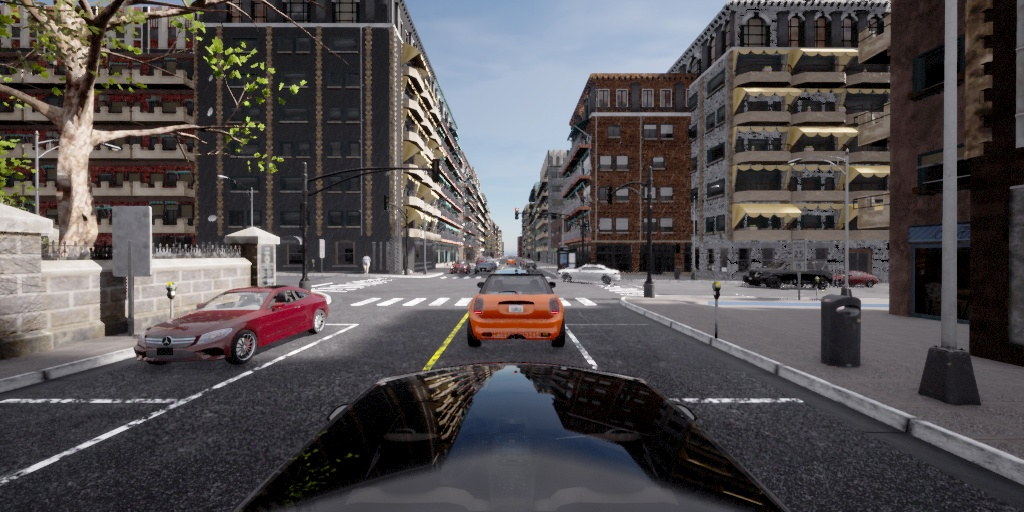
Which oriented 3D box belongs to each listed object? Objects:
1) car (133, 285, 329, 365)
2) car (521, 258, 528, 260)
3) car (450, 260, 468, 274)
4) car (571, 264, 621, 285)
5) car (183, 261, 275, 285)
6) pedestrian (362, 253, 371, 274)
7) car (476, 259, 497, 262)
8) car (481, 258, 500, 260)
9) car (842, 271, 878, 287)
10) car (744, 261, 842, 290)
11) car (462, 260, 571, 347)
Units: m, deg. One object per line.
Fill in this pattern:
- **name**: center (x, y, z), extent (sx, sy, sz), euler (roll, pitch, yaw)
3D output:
- **car**: center (-5.697, 1.331, 7.980), extent (1.802, 1.307, 4.207), euler (0, 0, 0)
- **car**: center (2.624, 1.298, 51.674), extent (2.007, 1.370, 4.403), euler (0, 0, 0)
- **car**: center (-5.741, 1.187, 40.391), extent (1.967, 1.591, 4.097), euler (0, 0, 0)
- **car**: center (5.812, 1.340, 27.091), extent (4.674, 1.442, 1.812), euler (2, 0, 16)
- **car**: center (-17.676, 1.035, 22.575), extent (4.181, 1.385, 1.994), euler (1, 0, -1)
- **pedestrian**: center (-12.752, 0.651, 31.374), extent (0.375, 1.860, 0.375), euler (0, -1, -1)
- **car**: center (-3.145, 1.312, 40.988), extent (1.994, 1.385, 4.181), euler (0, 0, 0)
- **car**: center (-3.153, 1.312, 49.962), extent (1.994, 1.385, 4.181), euler (0, 0, 0)
- **car**: center (27.018, 1.813, 28.940), extent (4.207, 1.307, 1.802), euler (0, 0, -1)
- **car**: center (20.223, 1.347, 26.285), extent (5.566, 2.045, 2.150), euler (1, 0, -1)
- **car**: center (0.117, 1.101, 9.490), extent (2.097, 1.767, 4.553), euler (0, 0, 1)
